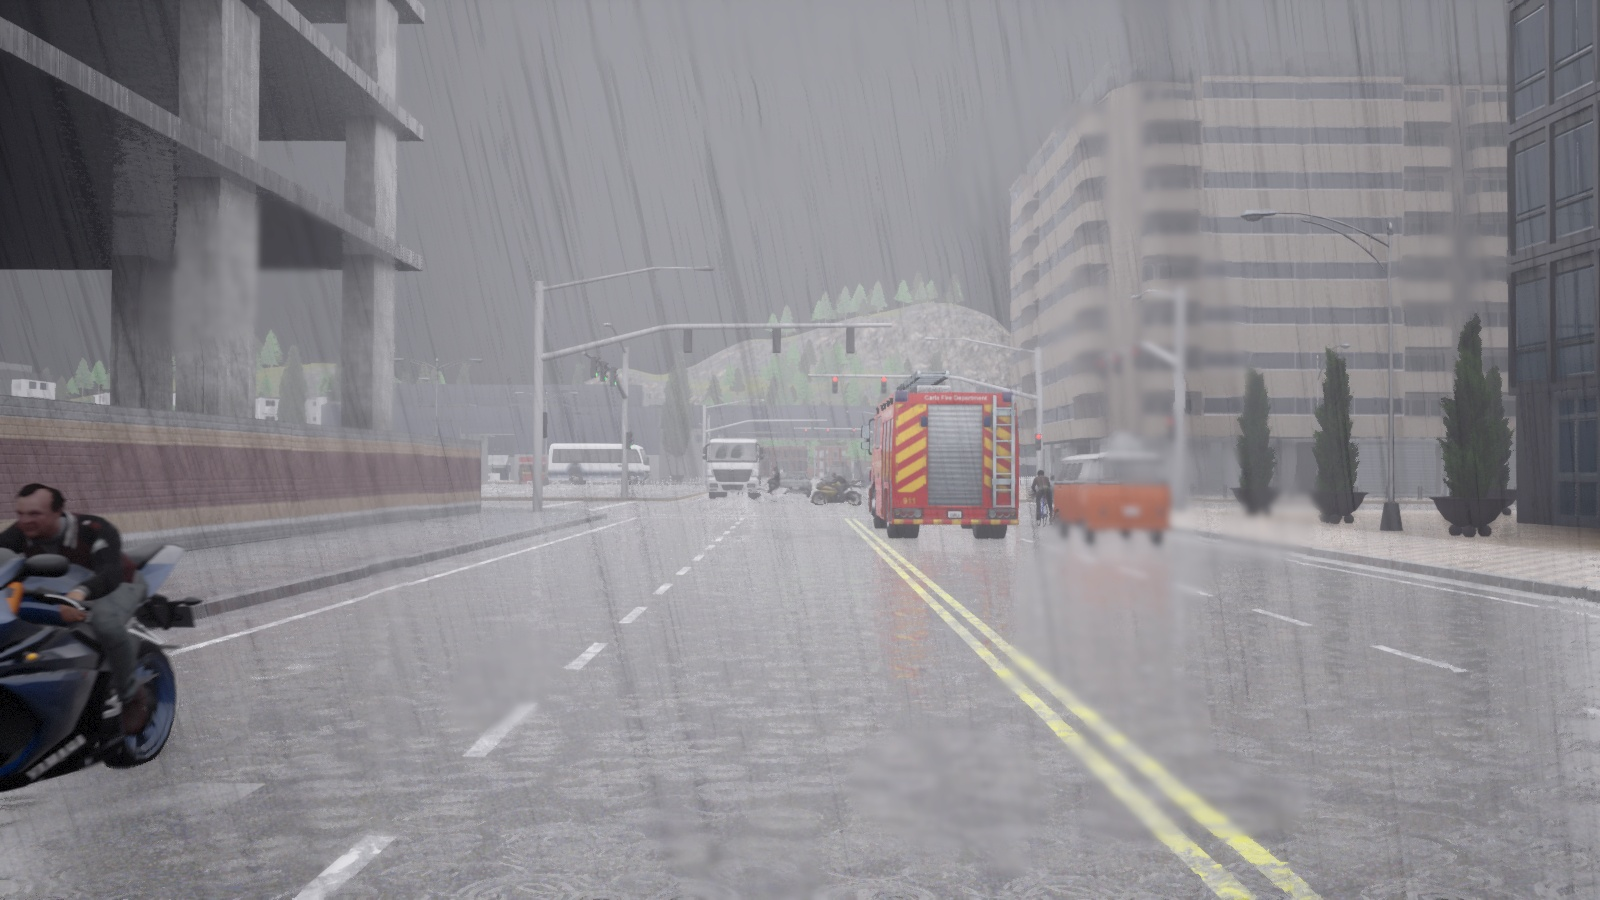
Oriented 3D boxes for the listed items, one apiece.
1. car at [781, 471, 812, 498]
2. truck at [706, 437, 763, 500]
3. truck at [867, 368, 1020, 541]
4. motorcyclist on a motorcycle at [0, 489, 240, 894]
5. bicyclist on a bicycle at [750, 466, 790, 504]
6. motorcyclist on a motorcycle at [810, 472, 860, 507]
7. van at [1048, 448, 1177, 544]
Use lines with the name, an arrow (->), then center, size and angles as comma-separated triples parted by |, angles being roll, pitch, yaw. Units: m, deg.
car -> -0.190, 2.029, 73.717 | 1.789, 1.549, 3.705 | 0, -1, 0
truck -> -3.691, 1.064, 72.659 | 2.891, 3.462, 7.936 | 0, -1, 0
truck -> 3.412, 0.173, 32.061 | 2.891, 3.827, 8.468 | 0, -1, 0
motorcyclist on a motorcycle -> -3.515, 0.961, 5.810 | 0.866, 1.530, 2.191 | 0, -1, 0
bicyclist on a bicycle -> -1.416, 1.651, 59.011 | 1.843, 1.776, 0.659 | 0, -1, -1
motorcyclist on a motorcycle -> 1.540, 1.744, 55.565 | 2.191, 1.530, 0.866 | 0, -1, -1
van -> 6.926, 1.011, 28.307 | 1.775, 1.987, 4.442 | 0, -1, 0
